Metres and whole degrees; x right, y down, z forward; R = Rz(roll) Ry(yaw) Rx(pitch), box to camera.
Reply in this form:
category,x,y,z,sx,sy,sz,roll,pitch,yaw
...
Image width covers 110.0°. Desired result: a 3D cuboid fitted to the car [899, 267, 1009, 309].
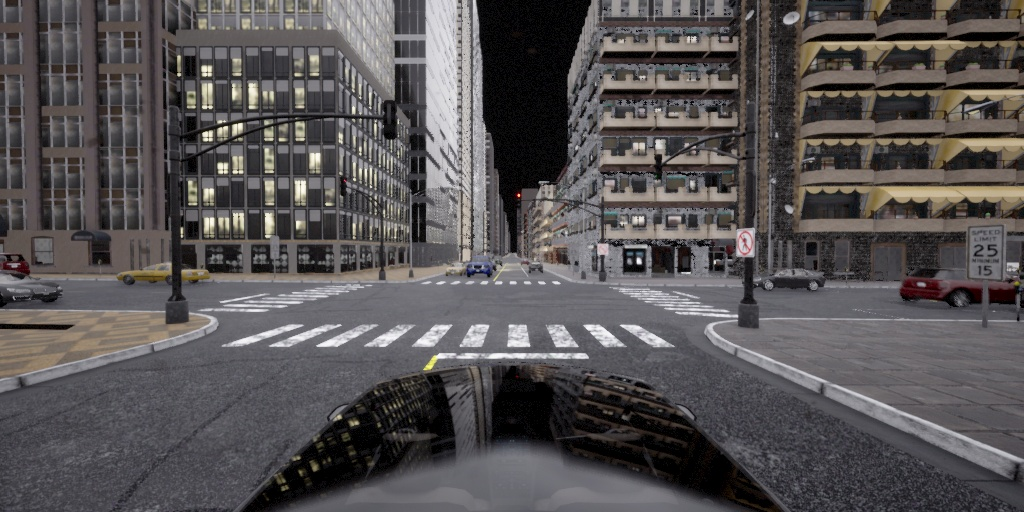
category,x,y,z,sx,sy,sz,roll,pitch,yaw
car,20.277,1.307,15.866,4.553,1.767,2.097,0,1,1

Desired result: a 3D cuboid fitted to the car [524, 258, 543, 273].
category,x,y,z,sx,sy,sz,roll,pitch,yaw
car,2.761,1.289,42.219,2.007,1.370,4.403,0,0,0

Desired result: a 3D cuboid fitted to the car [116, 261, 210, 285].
category,x,y,z,sx,sy,sz,roll,pitch,yaw
car,-21.631,1.029,22.290,4.829,1.417,1.751,0,0,1

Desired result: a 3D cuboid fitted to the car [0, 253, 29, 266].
category,x,y,z,sx,sy,sz,roll,pitch,yaw
car,-33.577,0.712,22.516,5.009,1.841,2.192,0,0,1

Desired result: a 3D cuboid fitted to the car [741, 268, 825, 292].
category,x,y,z,sx,sy,sz,roll,pitch,yaw
car,16.344,1.375,21.724,4.403,1.370,2.007,0,0,1

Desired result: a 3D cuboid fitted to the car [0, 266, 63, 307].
category,x,y,z,sx,sy,sz,roll,pitch,yaw
car,-20.265,1.204,13.954,4.403,1.370,2.007,0,0,1

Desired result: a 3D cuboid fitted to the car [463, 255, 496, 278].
category,x,y,z,sx,sy,sz,roll,pitch,yaw
car,-3.042,0.962,34.711,2.150,2.045,5.566,0,0,0

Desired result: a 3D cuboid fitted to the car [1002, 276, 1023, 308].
category,x,y,z,sx,sy,sz,roll,pitch,yaw
car,21.736,1.576,13.258,4.313,1.339,1.948,0,0,1

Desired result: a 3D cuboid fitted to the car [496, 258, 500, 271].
category,x,y,z,sx,sy,sz,roll,pitch,yaw
car,-3.014,1.215,47.376,1.882,1.535,5.008,0,0,0

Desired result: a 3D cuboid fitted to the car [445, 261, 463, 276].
category,x,y,z,sx,sy,sz,roll,pitch,yaw
car,-5.630,1.265,36.409,1.751,1.417,4.829,0,0,0
